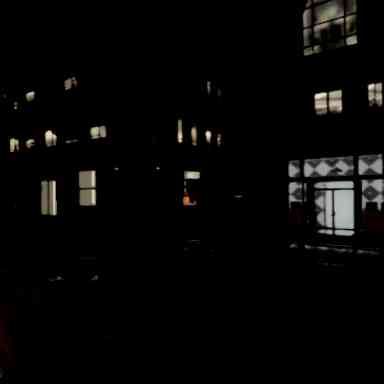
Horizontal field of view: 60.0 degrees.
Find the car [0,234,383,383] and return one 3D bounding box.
[{"bbox_3d":[0.075,1.310,2.842,5.009,1.841,2.192,0,-1,36],"label":"car"}]
